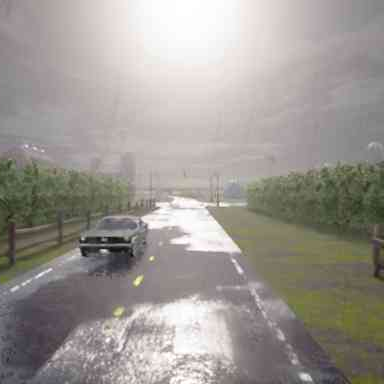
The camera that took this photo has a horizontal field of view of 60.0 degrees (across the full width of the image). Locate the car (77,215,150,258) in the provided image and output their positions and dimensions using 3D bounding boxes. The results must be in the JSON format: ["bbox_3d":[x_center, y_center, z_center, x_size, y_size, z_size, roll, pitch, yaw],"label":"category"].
[{"bbox_3d":[-2.844,1.616,13.014,1.895,1.301,4.718,0,0,0],"label":"car"}]
